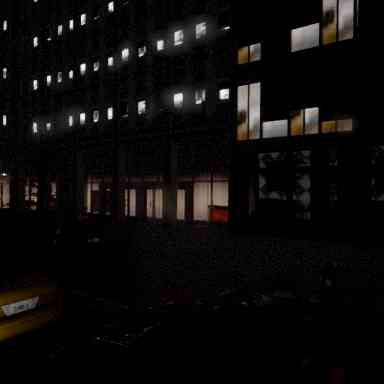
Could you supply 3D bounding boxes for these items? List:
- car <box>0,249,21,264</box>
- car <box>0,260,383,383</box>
[{"bbox_3d":[-4.202,1.524,5.880,4.829,1.417,1.752,0,1,36],"label":"car"},{"bbox_3d":[0.555,1.440,2.470,4.097,1.590,1.967,0,1,36],"label":"car"}]
